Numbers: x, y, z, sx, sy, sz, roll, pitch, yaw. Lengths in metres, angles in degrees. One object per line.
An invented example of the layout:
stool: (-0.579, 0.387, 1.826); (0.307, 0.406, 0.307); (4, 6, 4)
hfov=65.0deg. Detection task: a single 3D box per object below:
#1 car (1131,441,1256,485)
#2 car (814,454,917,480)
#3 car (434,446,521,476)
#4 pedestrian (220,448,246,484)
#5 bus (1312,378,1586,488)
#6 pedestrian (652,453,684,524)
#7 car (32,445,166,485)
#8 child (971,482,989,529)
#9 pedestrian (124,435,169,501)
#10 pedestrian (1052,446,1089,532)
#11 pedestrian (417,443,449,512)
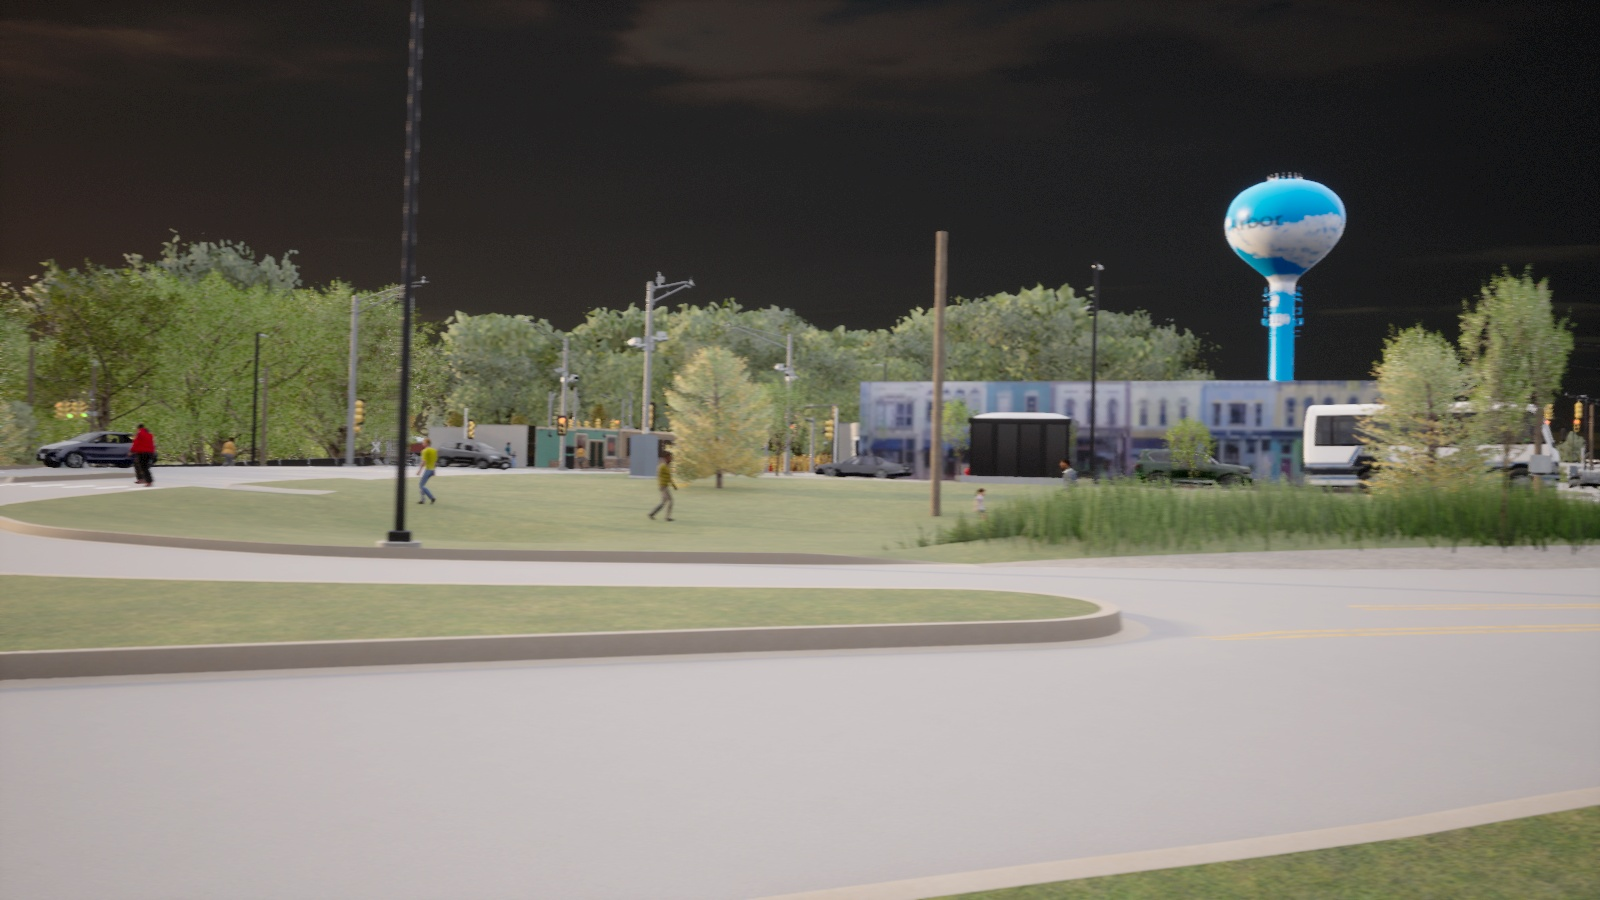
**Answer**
car: (18.807, 0.631, 59.980); (5.566, 2.045, 2.150); (0, -1, 21)
car: (3.680, 0.940, 70.101); (5.357, 1.411, 2.033); (0, -1, 22)
car: (-19.338, 0.657, 75.261); (4.611, 1.667, 2.242); (1, -1, 23)
pedestrian: (-29.022, 0.826, 64.274); (0.874, 1.855, 0.900); (-1, -2, 40)
bus: (28.403, -0.561, 55.410); (10.273, 4.253, 3.944); (-2, -4, 28)
pedestrian: (-3.443, 1.006, 32.779); (0.709, 1.840, 0.431); (0, -1, 20)
car: (-27.382, 0.594, 49.167); (1.816, 1.474, 4.193); (0, -1, 32)
child: (4.321, 1.329, 30.154); (0.394, 1.110, 0.255); (0, -1, 17)
pedestrian: (-18.346, 0.502, 35.264); (0.899, 1.844, 0.634); (0, -1, 7)
pedestrian: (6.166, 0.879, 28.612); (0.788, 1.949, 0.423); (0, -1, 16)
pedestrian: (-9.753, 0.730, 33.349); (0.706, 1.836, 0.354); (0, -1, 14)
